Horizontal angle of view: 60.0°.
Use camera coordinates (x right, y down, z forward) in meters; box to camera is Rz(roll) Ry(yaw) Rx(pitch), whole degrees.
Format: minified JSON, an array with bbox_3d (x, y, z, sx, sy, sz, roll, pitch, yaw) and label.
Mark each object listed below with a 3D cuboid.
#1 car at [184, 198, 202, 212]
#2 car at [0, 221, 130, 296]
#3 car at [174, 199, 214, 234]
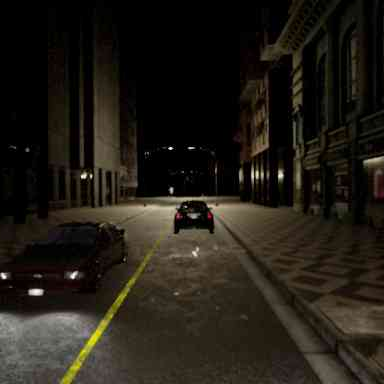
[{"bbox_3d":[0.139,1.417,37.264,1.895,1.301,4.718,0,0,0],"label":"car"},{"bbox_3d":[-2.986,1.522,9.021,2.033,1.411,5.357,0,0,0],"label":"car"},{"bbox_3d":[0.109,1.252,18.820,2.097,1.767,4.553,0,0,0],"label":"car"}]
